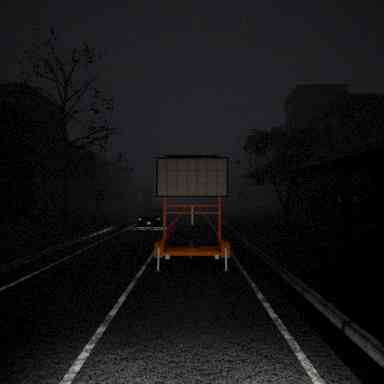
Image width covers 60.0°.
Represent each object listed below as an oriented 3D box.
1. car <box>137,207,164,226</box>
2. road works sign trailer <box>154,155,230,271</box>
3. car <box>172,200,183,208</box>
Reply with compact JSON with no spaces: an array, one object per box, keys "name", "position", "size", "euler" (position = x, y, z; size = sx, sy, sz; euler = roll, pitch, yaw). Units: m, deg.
[{"name":"car","position":[-3.081,1.880,26.455],"size":[2.033,1.411,5.357],"euler":[0,-1,0]},{"name":"road works sign trailer","position":[0.009,0.567,11.193],"size":[2.380,3.560,2.880],"euler":[0,-1,0]},{"name":"car","position":[-2.947,2.399,67.166],"size":[1.812,1.442,4.674],"euler":[0,0,0]}]
